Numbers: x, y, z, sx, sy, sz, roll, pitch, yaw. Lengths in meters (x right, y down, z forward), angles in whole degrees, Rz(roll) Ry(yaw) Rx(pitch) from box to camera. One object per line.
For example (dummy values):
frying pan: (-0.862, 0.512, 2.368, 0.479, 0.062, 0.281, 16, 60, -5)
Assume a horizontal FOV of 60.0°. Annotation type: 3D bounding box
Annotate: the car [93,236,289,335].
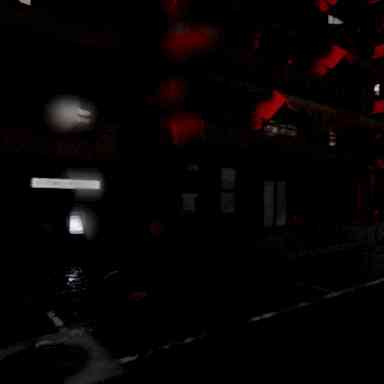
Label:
car: (0.196, 1.592, 6.680, 4.206, 1.307, 1.802, 0, 1, -35)
